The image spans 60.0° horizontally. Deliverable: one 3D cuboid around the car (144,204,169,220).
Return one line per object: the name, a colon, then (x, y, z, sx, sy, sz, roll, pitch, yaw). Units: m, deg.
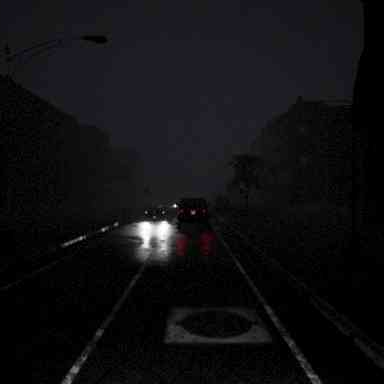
car: (-3.126, 1.794, 29.930, 1.895, 1.301, 4.718, 0, 0, 0)

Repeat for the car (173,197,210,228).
car: (0.084, 1.392, 23.498, 2.150, 2.045, 5.566, 0, 0, 0)

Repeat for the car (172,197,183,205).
car: (-3.044, 1.909, 71.112, 2.128, 1.511, 4.902, 0, 0, 0)

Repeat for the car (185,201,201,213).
car: (0.069, 1.851, 41.744, 1.895, 1.301, 4.718, 0, 0, 0)
